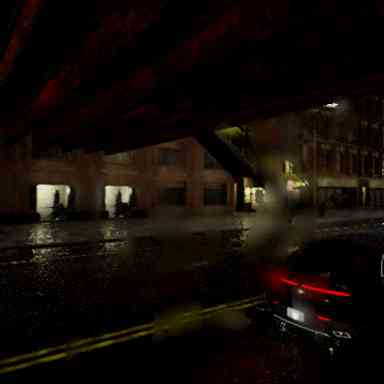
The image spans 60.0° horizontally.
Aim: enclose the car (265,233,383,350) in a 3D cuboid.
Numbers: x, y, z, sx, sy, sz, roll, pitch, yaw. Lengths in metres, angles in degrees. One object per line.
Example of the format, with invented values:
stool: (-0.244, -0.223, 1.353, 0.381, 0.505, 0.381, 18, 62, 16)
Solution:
car: (3.496, 1.549, 6.306, 4.892, 1.490, 1.837, 0, 0, -36)
